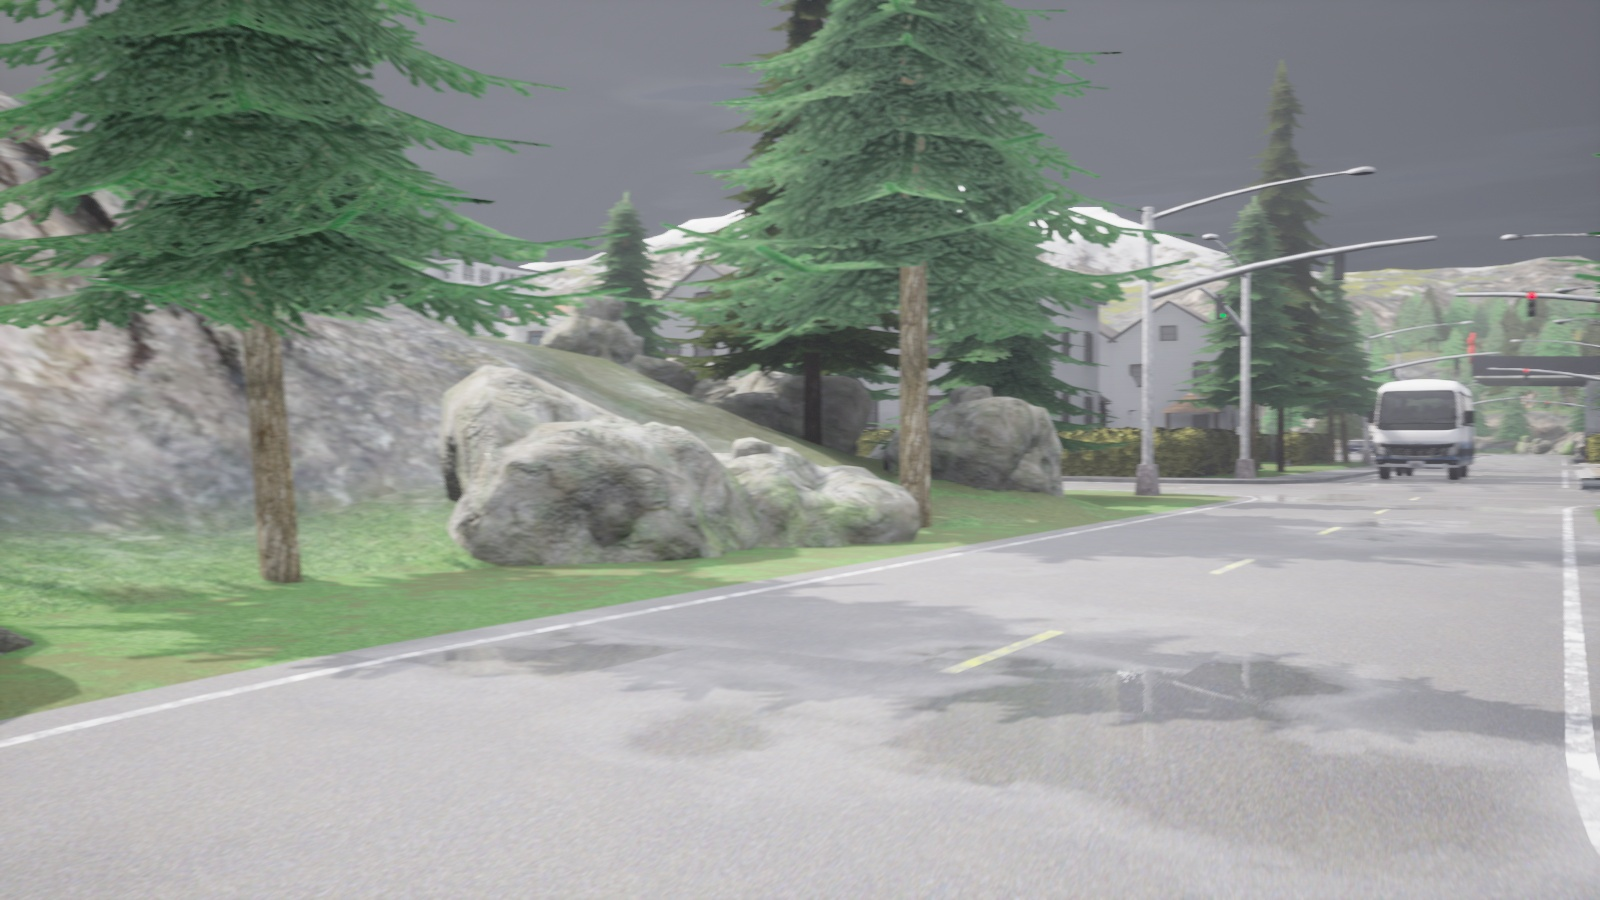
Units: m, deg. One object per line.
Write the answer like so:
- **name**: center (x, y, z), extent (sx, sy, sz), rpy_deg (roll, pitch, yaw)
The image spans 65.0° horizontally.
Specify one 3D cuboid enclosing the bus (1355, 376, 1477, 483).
- **bus**: center (27.344, -0.856, 55.441), extent (3.944, 4.253, 10.273), rpy_deg (0, 0, 31)
